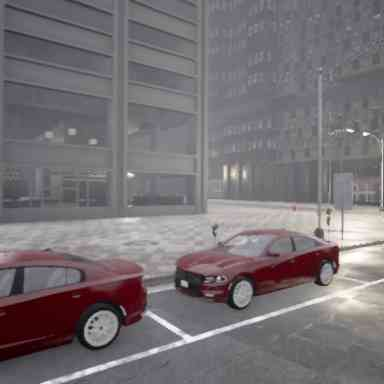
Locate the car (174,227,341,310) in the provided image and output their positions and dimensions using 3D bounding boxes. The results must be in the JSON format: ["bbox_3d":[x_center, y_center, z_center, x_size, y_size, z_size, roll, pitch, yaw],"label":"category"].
[{"bbox_3d":[1.682,1.572,7.863,4.507,1.381,1.887,0,0,-35],"label":"car"}]

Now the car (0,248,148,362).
[{"bbox_3d":[-2.816,1.546,4.655,4.507,1.381,1.887,0,0,-35],"label":"car"}]
